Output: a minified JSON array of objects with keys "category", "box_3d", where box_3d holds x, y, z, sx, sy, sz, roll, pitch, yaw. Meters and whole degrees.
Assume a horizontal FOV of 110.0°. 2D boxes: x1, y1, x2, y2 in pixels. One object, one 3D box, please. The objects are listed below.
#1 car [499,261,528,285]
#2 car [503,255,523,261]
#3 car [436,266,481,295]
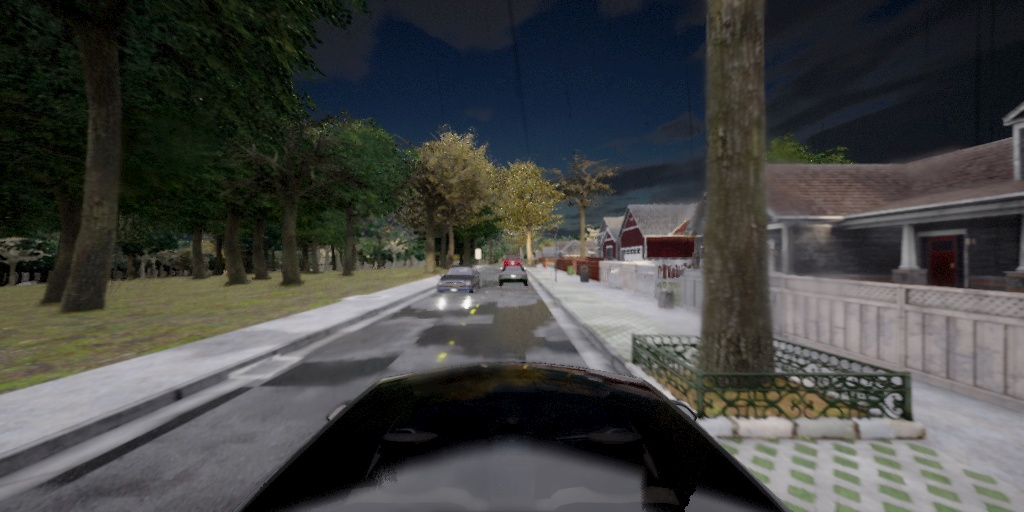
[{"category":"car","box_3d":[0.095,1.267,25.210,1.994,1.385,4.181,0,0,0]},{"category":"car","box_3d":[0.105,0.920,43.048,2.150,2.045,5.566,0,0,0]},{"category":"car","box_3d":[-2.778,1.262,19.988,2.033,1.411,5.357,0,0,1]}]
